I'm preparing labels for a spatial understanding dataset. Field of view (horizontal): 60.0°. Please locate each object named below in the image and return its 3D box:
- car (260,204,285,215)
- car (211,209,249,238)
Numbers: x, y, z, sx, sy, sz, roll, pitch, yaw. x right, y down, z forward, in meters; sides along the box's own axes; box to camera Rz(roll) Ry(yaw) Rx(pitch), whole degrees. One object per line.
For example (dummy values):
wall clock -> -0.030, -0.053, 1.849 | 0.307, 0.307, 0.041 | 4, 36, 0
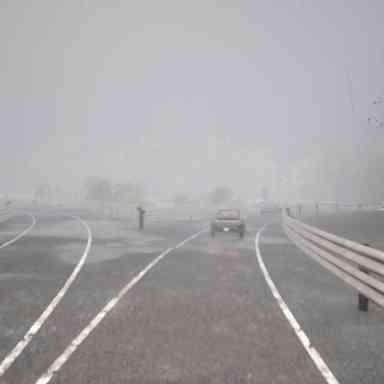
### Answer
car -> 10.352, 2.203, 42.340 | 2.033, 1.411, 5.357 | 0, -1, 34
car -> 2.291, 1.769, 19.754 | 2.128, 1.511, 4.902 | 0, -1, 12
